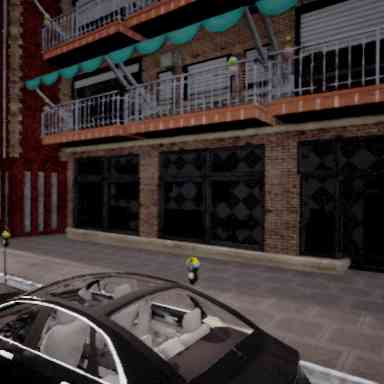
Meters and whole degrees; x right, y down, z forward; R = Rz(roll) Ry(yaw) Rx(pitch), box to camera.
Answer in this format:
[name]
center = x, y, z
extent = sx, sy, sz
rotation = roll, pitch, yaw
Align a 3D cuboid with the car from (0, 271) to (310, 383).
[car]
center = -1.088, 1.552, 3.445
extent = 4.403, 1.369, 2.008
rotation = 0, 1, 35
